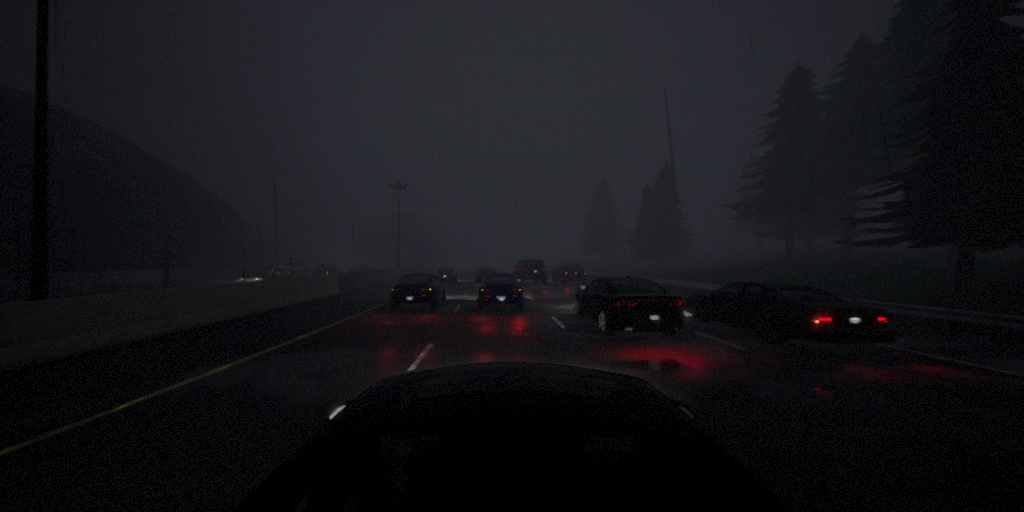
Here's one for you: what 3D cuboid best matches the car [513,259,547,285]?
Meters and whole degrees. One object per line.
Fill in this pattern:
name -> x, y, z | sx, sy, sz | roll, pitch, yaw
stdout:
car -> 1.433, 1.314, 30.283 | 2.150, 2.045, 5.566 | 0, -1, -8

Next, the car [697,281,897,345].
car -> 6.843, 1.385, 9.772 | 2.033, 1.411, 5.357 | 0, -1, -2

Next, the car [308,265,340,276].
car -> -21.640, 1.773, 42.107 | 1.837, 1.490, 4.892 | 0, -1, -8

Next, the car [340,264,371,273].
car -> -18.181, 1.762, 42.640 | 2.128, 1.511, 4.902 | 0, -1, -8

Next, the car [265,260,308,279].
car -> -24.932, 1.474, 40.403 | 2.150, 2.045, 5.566 | 0, -1, -8

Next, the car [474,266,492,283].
car -> -2.392, 1.647, 32.242 | 1.812, 1.442, 4.674 | 0, -1, -8

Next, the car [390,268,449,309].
car -> -4.085, 1.454, 15.972 | 1.812, 1.442, 4.674 | 0, -1, -4

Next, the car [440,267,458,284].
car -> -5.851, 1.685, 31.788 | 1.994, 1.385, 4.181 | 0, -1, -8

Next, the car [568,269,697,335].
car -> 3.262, 1.334, 10.953 | 1.882, 1.535, 5.008 | 0, -1, -3

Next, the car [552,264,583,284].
car -> 4.863, 1.447, 30.879 | 2.097, 1.767, 4.553 | 0, -1, -7

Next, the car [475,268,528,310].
car -> -0.561, 1.446, 15.791 | 1.812, 1.442, 4.674 | 0, -1, -4

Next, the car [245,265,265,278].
car -> -28.593, 1.773, 41.284 | 1.837, 1.490, 4.892 | 0, 0, -8
